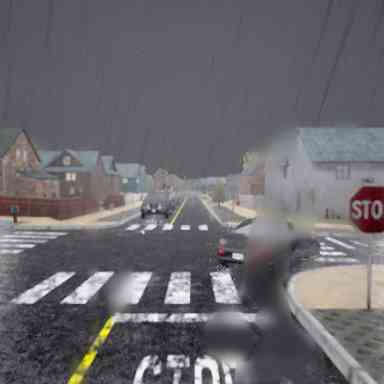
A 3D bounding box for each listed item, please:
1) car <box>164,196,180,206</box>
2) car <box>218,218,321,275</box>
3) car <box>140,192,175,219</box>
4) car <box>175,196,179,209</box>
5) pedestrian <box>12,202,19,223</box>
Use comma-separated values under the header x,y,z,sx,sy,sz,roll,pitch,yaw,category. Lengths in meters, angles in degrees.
x,y,z,sx,sy,sz,roll,pitch,yaw,category
-2.827,1.234,47.434,1.994,1.385,4.181,0,0,0,car
2.498,1.533,10.442,1.812,1.442,4.674,0,-1,34,car
-2.851,1.034,27.576,2.150,2.045,5.566,0,0,0,car
-2.830,1.306,37.494,1.994,1.385,4.181,0,0,1,car
-9.678,1.124,18.245,0.500,1.100,0.500,0,1,1,pedestrian
